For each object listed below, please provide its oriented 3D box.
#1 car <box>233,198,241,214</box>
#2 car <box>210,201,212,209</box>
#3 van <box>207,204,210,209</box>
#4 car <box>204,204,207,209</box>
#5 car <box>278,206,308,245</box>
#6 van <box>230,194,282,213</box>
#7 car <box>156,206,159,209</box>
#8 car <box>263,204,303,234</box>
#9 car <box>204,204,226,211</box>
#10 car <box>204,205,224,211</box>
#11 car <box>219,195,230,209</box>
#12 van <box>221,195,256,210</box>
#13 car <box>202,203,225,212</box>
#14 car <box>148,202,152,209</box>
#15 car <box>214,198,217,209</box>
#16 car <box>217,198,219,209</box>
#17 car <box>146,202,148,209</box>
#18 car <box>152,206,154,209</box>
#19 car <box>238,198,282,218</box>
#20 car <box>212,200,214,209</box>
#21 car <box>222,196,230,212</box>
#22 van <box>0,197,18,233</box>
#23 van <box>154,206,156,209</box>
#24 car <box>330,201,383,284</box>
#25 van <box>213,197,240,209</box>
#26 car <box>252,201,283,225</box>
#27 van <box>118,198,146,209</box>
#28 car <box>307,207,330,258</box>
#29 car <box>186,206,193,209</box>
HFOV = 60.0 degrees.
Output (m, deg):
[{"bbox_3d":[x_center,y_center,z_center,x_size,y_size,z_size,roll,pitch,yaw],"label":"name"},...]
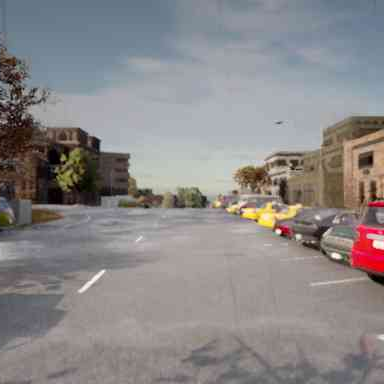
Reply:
[{"bbox_3d":[6.412,1.540,28.394,4.792,1.488,2.163,1,0,-20],"label":"car"},{"bbox_3d":[6.209,2.097,57.667,5.008,1.535,2.097,2,-3,-21],"label":"car"},{"bbox_3d":[6.127,2.840,72.352,4.442,1.987,1.878,2,-5,-21],"label":"van"},{"bbox_3d":[5.979,3.279,75.219,5.008,1.535,2.097,2,-5,-21],"label":"car"},{"bbox_3d":[6.394,1.487,13.718,4.892,1.521,2.231,1,0,-20],"label":"car"},{"bbox_3d":[6.272,1.288,31.271,4.442,1.987,1.878,1,0,-20],"label":"van"},{"bbox_3d":[-11.809,3.977,83.568,5.366,1.575,1.946,1,-5,-21],"label":"car"},{"bbox_3d":[6.367,1.519,16.645,4.792,1.488,2.163,1,0,-20],"label":"car"},{"bbox_3d":[5.822,3.972,83.990,4.892,1.521,2.231,3,-5,-21],"label":"car"},{"bbox_3d":[5.769,4.213,86.918,4.892,1.521,2.231,3,-6,-21],"label":"car"},{"bbox_3d":[6.334,1.277,37.178,5.566,2.045,2.435,1,0,-20],"label":"car"},{"bbox_3d":[6.415,1.429,46.023,4.442,1.987,1.878,1,-2,-20],"label":"van"},{"bbox_3d":[5.748,4.214,89.875,5.566,2.045,2.435,3,-6,-21],"label":"car"},{"bbox_3d":[-11.728,2.577,68.614,5.566,2.045,2.435,1,-5,-21],"label":"car"},{"bbox_3d":[6.289,1.735,48.899,4.892,1.521,2.231,2,-2,-20],"label":"car"},{"bbox_3d":[6.315,1.591,43.055,4.892,1.521,2.231,1,-2,-20],"label":"car"},{"bbox_3d":[-11.739,2.489,65.591,4.553,1.767,2.185,1,-4,-21],"label":"car"},{"bbox_3d":[-11.850,3.373,77.548,4.553,1.767,2.185,1,-5,-21],"label":"car"},{"bbox_3d":[6.566,1.504,25.511,5.366,1.575,1.946,1,0,-20],"label":"car"},{"bbox_3d":[6.429,1.837,51.892,5.366,1.575,1.946,2,-3,-20],"label":"car"},{"bbox_3d":[6.195,1.516,34.186,5.366,1.575,1.946,1,0,-20],"label":"car"},{"bbox_3d":[-11.308,1.264,16.799,4.442,1.987,1.878,-1,0,-20],"label":"van"},{"bbox_3d":[-11.824,3.510,80.579,4.442,1.987,1.878,1,-5,-21],"label":"van"},{"bbox_3d":[6.437,1.231,7.864,5.566,2.045,2.435,1,0,-20],"label":"car"},{"bbox_3d":[6.282,2.038,60.648,4.442,1.987,1.878,2,-4,-21],"label":"van"},{"bbox_3d":[6.570,1.493,19.650,5.366,1.575,1.946,1,0,-20],"label":"car"},{"bbox_3d":[-11.560,2.189,62.664,4.442,1.987,1.878,1,-4,-21],"label":"van"},{"bbox_3d":[6.440,1.357,10.787,4.553,1.767,2.185,1,0,-20],"label":"car"},{"bbox_3d":[-0.709,4.557,90.356,2.128,1.511,4.902,0,-5,-1],"label":"car"}]
